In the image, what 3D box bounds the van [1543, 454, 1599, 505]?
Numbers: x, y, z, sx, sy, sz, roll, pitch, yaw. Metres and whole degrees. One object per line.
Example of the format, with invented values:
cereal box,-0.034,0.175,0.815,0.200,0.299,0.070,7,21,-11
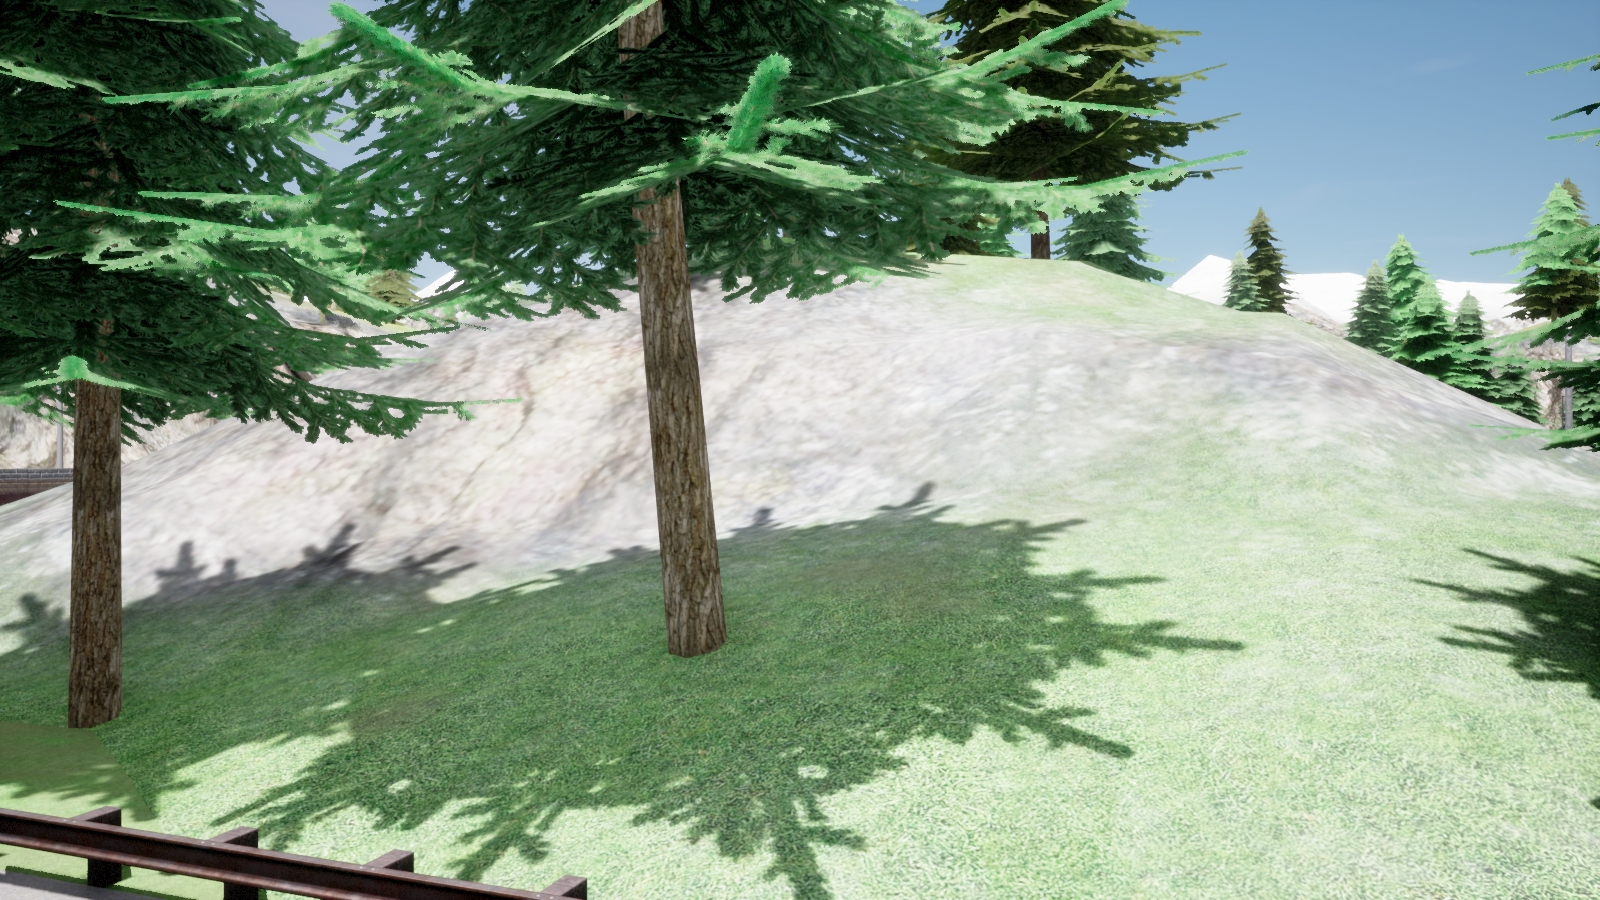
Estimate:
van,41.536,1.520,60.873,1.988,2.561,5.915,0,0,20
